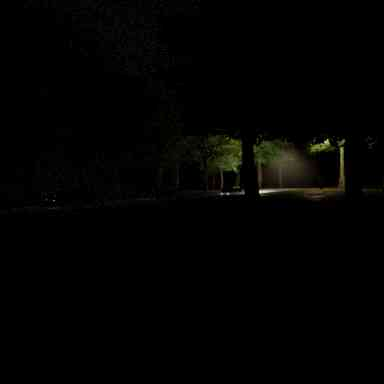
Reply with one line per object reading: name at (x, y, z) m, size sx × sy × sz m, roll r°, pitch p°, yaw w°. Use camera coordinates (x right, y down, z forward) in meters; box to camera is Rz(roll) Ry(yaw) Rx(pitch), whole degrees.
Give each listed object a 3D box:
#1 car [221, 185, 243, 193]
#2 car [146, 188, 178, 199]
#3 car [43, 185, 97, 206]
car at (7.372, -0.554, 60.656) m, size 2.033 × 1.411 × 5.357 m, roll -1°, pitch 2°, yaw 38°
car at (-4.166, 0.164, 45.830) m, size 1.895 × 1.301 × 4.718 m, roll -1°, pitch 2°, yaw 38°
car at (-12.628, 0.327, 34.855) m, size 2.150 × 2.045 × 5.566 m, roll -1°, pitch 2°, yaw 37°
